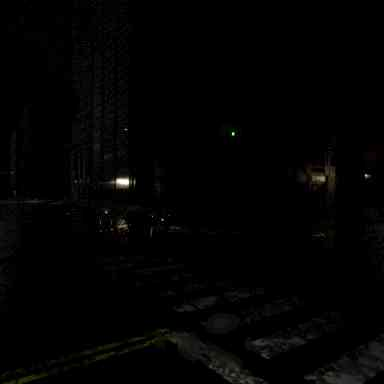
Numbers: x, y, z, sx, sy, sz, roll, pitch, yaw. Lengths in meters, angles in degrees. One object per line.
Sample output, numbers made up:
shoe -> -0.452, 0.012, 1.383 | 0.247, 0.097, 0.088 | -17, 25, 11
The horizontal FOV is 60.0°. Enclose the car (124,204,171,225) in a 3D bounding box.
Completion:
car -> -3.386, 1.607, 24.331 | 1.812, 1.442, 4.674 | 1, -1, -37

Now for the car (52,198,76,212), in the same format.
car -> -15.469, 1.724, 41.395 | 2.033, 1.411, 5.357 | 1, -1, -34

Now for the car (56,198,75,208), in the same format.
car -> -20.676, 1.790, 54.255 | 1.812, 1.442, 4.674 | 1, -1, -35

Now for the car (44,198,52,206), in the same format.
car -> -26.467, 1.802, 62.431 | 2.128, 1.511, 4.902 | 1, -1, -36

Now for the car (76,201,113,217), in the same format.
car -> -9.327, 1.619, 32.701 | 2.128, 1.511, 4.902 | 1, -1, -35
